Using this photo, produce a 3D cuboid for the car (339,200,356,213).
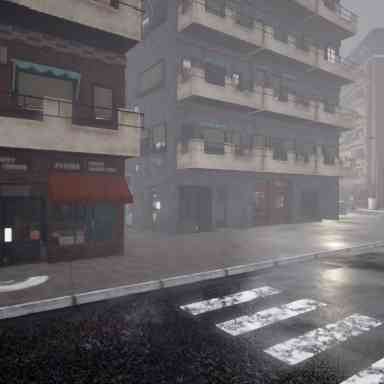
[{"bbox_3d":[18.162,1.695,40.221,2.128,1.511,4.902,0,0,5],"label":"car"}]
